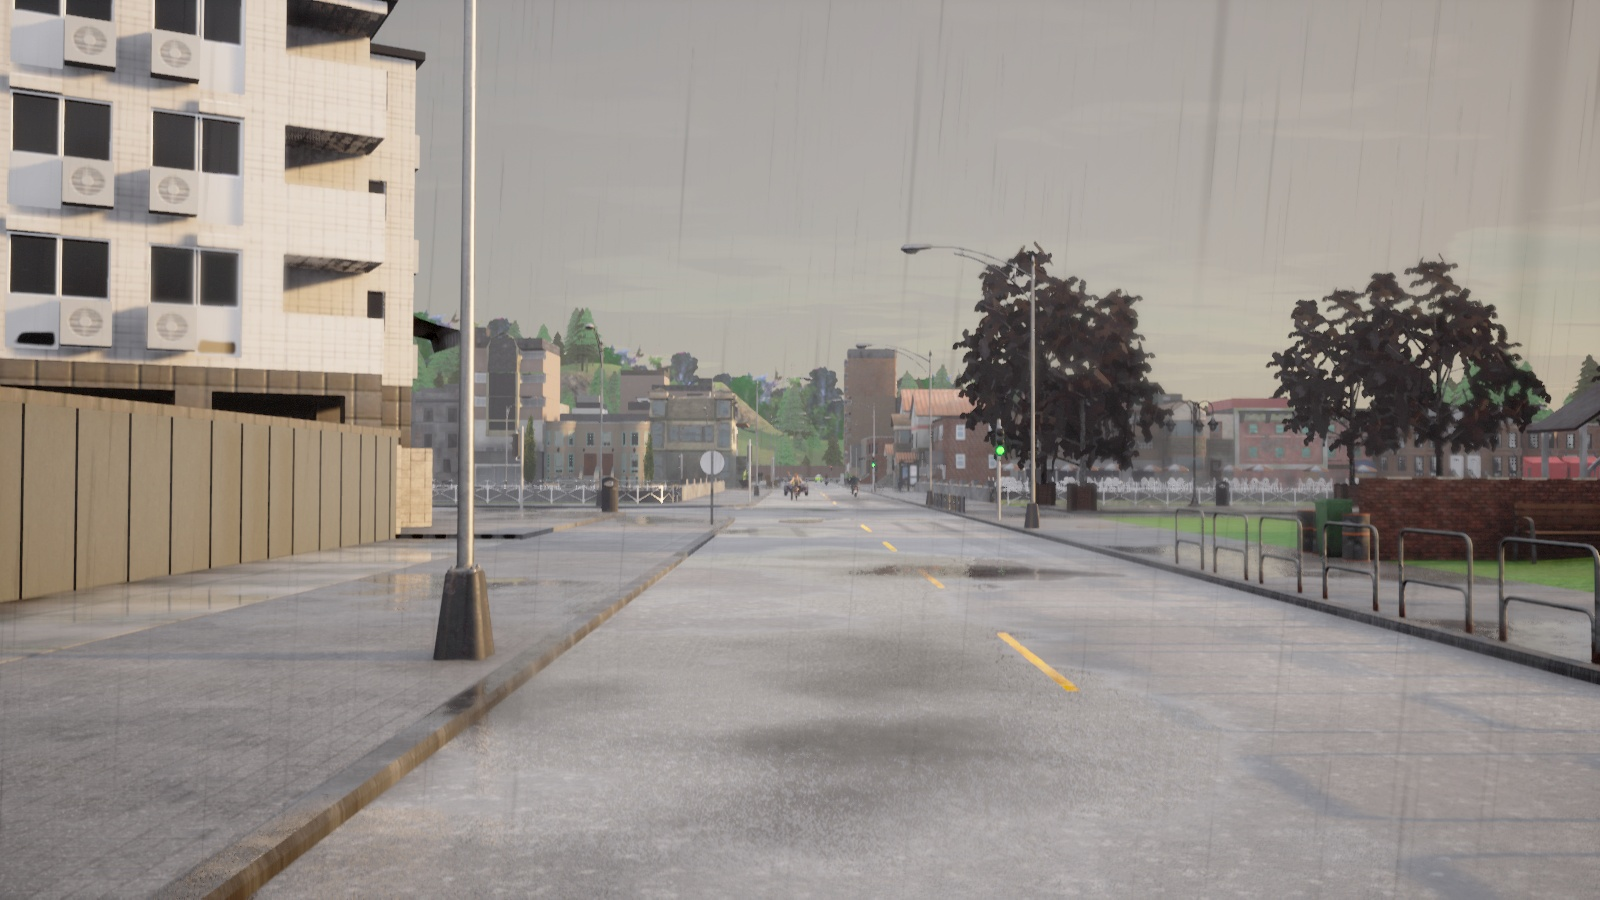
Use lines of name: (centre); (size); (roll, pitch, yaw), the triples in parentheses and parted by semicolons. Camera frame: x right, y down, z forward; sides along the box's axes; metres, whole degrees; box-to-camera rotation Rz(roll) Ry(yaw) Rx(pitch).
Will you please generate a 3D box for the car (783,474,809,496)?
car: (-0.254, 2.496, 89.988); (1.816, 1.474, 4.193); (0, -1, 0)
